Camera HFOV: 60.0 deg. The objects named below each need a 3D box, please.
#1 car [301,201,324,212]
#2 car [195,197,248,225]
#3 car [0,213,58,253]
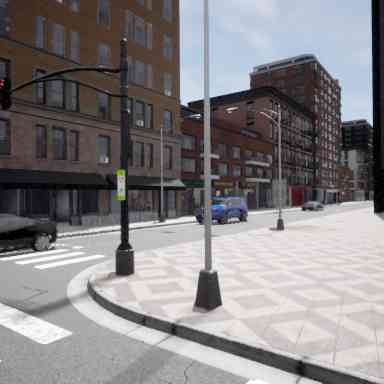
[{"bbox_3d":[16.955,1.973,46.609,2.033,1.411,5.357,-1,-1,36],"label":"car"},{"bbox_3d":[2.514,1.451,26.697,2.150,2.045,5.566,-1,-1,36],"label":"car"},{"bbox_3d":[-7.307,1.551,12.062,1.882,1.535,5.008,-1,-1,28],"label":"car"}]
